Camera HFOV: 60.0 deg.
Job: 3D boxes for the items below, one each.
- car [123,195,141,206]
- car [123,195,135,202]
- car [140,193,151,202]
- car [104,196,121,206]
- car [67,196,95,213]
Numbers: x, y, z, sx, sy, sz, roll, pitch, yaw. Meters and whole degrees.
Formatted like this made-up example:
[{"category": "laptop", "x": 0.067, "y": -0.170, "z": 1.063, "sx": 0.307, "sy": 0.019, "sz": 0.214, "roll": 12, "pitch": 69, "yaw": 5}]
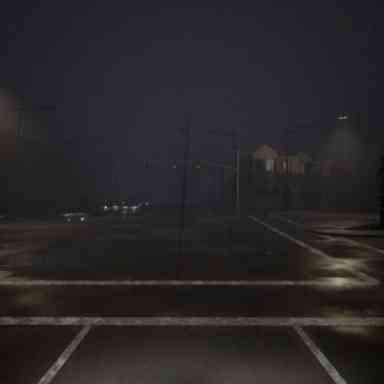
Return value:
[{"category": "car", "x": -10.517, "y": 1.664, "z": 57.667, "sx": 1.837, "sy": 1.490, "sz": 4.892, "roll": 0, "pitch": 0, "yaw": 0}, {"category": "car", "x": -13.926, "y": 1.485, "z": 73.913, "sx": 1.812, "sy": 1.442, "sz": 4.674, "roll": 0, "pitch": 0, "yaw": 0}, {"category": "car", "x": -10.427, "y": 1.187, "z": 73.135, "sx": 2.150, "sy": 2.045, "sz": 5.566, "roll": 0, "pitch": 0, "yaw": 0}, {"category": "car", "x": -14.014, "y": 1.491, "z": 58.642, "sx": 2.097, "sy": 1.767, "sz": 4.553, "roll": 0, "pitch": 1, "yaw": 0}, {"category": "car", "x": -14.057, "y": 1.515, "z": 42.472, "sx": 2.150, "sy": 2.045, "sz": 5.566, "roll": 0, "pitch": 1, "yaw": 0}]
